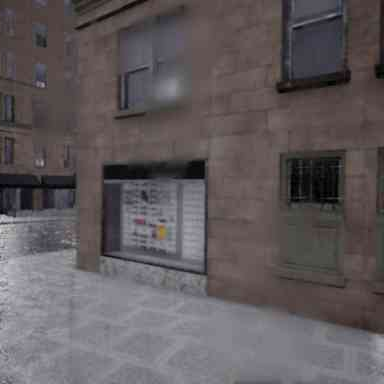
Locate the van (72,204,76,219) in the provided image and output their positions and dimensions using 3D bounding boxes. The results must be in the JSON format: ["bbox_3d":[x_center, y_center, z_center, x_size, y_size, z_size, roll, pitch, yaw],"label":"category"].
[{"bbox_3d":[-7.424,1.404,26.221,1.690,1.788,3.998,0,-1,35],"label":"van"}]
